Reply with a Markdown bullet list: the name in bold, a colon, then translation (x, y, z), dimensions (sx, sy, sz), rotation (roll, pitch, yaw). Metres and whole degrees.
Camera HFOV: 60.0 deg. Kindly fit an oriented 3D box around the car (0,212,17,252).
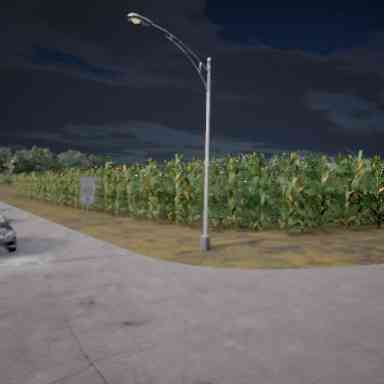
- **car**: translation (-8.058, 1.396, 12.759), dimensions (1.812, 1.442, 4.674), rotation (1, 0, -37)
